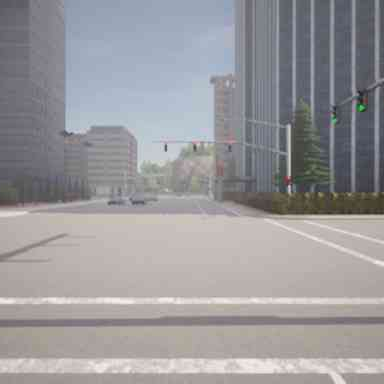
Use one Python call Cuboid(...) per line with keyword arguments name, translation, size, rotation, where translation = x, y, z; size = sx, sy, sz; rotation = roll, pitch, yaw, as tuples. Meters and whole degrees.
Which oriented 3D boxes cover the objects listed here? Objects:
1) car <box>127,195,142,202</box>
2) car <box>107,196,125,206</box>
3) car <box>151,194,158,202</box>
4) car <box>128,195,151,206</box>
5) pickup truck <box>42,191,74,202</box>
Cuboid(name="car", translation=(-11.448, 1.259, 66.803), size=(2.033, 1.411, 5.357), rotation=(0, 0, 0))
Cuboid(name="car", translation=(-11.337, 1.334, 49.917), size=(1.994, 1.385, 4.181), rotation=(0, 0, 0))
Cuboid(name="car", translation=(-7.953, 1.227, 67.029), size=(1.812, 1.442, 4.674), rotation=(0, 1, 0))
Cuboid(name="car", translation=(-7.839, 1.248, 49.895), size=(1.882, 1.535, 5.008), rotation=(0, 0, 0))
Cuboid(name="pickup truck", translation=(-24.493, 0.780, 60.499), size=(2.390, 2.098, 6.274), rotation=(0, 0, 30))
